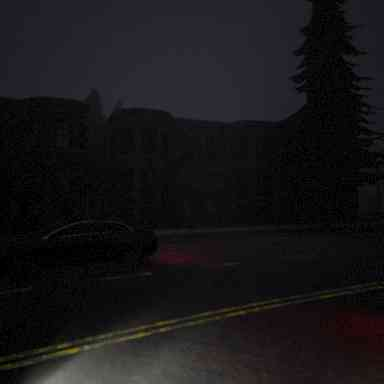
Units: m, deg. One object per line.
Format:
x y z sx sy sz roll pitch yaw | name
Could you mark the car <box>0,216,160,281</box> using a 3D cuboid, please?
-3.365 1.485 9.775 4.902 1.511 2.128 0 0 -30 | car
